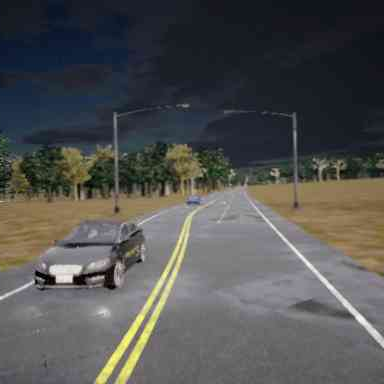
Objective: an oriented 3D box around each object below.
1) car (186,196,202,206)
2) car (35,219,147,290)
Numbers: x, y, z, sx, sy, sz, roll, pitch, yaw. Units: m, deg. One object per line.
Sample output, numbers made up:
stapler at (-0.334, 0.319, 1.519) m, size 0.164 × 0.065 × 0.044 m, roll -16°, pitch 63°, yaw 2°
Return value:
car at (0.331, 1.294, 51.162) m, size 1.882 × 1.535 × 5.008 m, roll -1°, pitch 1°, yaw 8°
car at (-2.548, 1.555, 9.411) m, size 2.128 × 1.511 × 4.902 m, roll -1°, pitch 0°, yaw 3°
